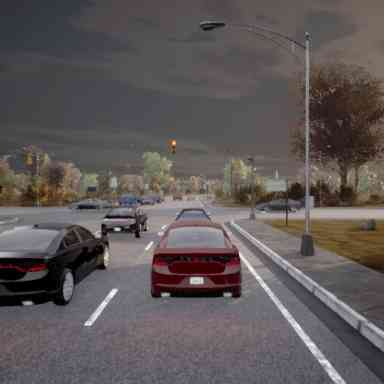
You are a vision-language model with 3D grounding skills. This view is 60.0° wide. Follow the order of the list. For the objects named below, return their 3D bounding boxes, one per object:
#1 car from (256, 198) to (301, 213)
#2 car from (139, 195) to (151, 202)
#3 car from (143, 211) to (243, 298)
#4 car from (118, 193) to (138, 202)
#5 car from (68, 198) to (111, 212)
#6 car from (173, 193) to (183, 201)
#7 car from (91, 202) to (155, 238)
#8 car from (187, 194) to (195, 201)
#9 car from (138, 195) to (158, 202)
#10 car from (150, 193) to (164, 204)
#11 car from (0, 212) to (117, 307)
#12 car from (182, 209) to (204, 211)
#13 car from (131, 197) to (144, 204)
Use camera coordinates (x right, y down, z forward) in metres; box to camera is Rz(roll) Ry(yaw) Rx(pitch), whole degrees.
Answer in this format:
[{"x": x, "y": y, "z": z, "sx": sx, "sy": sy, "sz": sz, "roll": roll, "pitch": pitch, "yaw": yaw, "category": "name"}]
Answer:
[{"x": 9.613, "y": 1.503, "z": 37.011, "sx": 4.892, "sy": 1.490, "sz": 1.837, "roll": 0, "pitch": 0, "yaw": 0, "category": "car"}, {"x": -10.679, "y": 1.497, "z": 75.869, "sx": 1.837, "sy": 1.490, "sz": 4.892, "roll": 0, "pitch": 0, "yaw": 0, "category": "car"}, {"x": 0.082, "y": 1.477, "z": 8.580, "sx": 1.882, "sy": 1.535, "sz": 5.008, "roll": 0, "pitch": 0, "yaw": 0, "category": "car"}, {"x": -10.681, "y": 1.219, "z": 55.821, "sx": 2.150, "sy": 2.045, "sz": 5.566, "roll": 0, "pitch": 0, "yaw": 2, "category": "car"}, {"x": -11.679, "y": 1.490, "z": 38.314, "sx": 4.902, "sy": 1.511, "sz": 2.128, "roll": 0, "pitch": 0, "yaw": 3, "category": "car"}, {"x": -3.697, "y": 1.214, "z": 85.409, "sx": 2.150, "sy": 2.045, "sz": 5.566, "roll": 0, "pitch": 0, "yaw": 0, "category": "car"}, {"x": -3.432, "y": 1.491, "z": 17.592, "sx": 2.128, "sy": 1.511, "sz": 4.902, "roll": 0, "pitch": 0, "yaw": -1, "category": "car"}, {"x": -0.198, "y": 1.345, "z": 85.773, "sx": 2.097, "sy": 1.767, "sz": 4.553, "roll": 0, "pitch": 0, "yaw": 0, "category": "car"}, {"x": -7.219, "y": 1.562, "z": 55.402, "sx": 1.994, "sy": 1.385, "sz": 4.181, "roll": 0, "pitch": 0, "yaw": -1, "category": "car"}, {"x": -7.192, "y": 1.219, "z": 64.515, "sx": 2.150, "sy": 2.045, "sz": 5.566, "roll": 0, "pitch": 0, "yaw": 1, "category": "car"}, {"x": -3.416, "y": 1.477, "z": 8.106, "sx": 1.882, "sy": 1.535, "sz": 5.008, "roll": 0, "pitch": 0, "yaw": 0, "category": "car"}, {"x": 0.062, "y": 1.563, "z": 17.569, "sx": 1.994, "sy": 1.385, "sz": 4.181, "roll": 0, "pitch": 0, "yaw": 0, "category": "car"}, {"x": -10.681, "y": 1.598, "z": 65.588, "sx": 1.895, "sy": 1.301, "sz": 4.718, "roll": 0, "pitch": 0, "yaw": 0, "category": "car"}]
